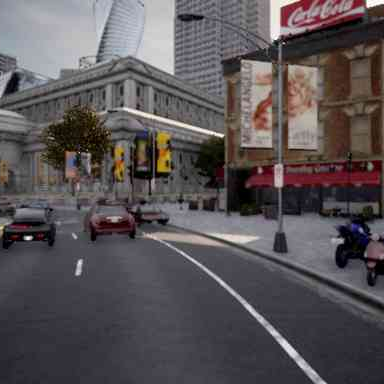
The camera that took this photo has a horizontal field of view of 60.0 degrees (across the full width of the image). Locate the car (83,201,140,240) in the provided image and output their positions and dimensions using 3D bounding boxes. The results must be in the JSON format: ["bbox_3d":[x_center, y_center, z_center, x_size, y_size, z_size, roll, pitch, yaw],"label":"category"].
[{"bbox_3d":[-4.370,1.316,17.109,2.097,1.767,4.553,0,0,-23],"label":"car"}]

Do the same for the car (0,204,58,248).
[{"bbox_3d":[-7.113,1.478,14.828,1.837,1.490,4.892,0,0,-22],"label":"car"}]

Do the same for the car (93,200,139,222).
[{"bbox_3d":[-6.272,1.463,27.122,2.002,1.452,4.674,0,0,-35],"label":"car"}]

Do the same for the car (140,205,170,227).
[{"bbox_3d":[-3.181,1.545,22.297,1.895,1.301,4.718,0,0,-25],"label":"car"}]

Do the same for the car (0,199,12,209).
[{"bbox_3d":[-18.285,1.439,31.120,2.128,1.511,4.902,0,0,-45],"label":"car"}]

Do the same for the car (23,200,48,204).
[{"bbox_3d":[-16.098,1.486,33.995,5.357,1.411,2.033,0,0,44],"label":"car"}]
